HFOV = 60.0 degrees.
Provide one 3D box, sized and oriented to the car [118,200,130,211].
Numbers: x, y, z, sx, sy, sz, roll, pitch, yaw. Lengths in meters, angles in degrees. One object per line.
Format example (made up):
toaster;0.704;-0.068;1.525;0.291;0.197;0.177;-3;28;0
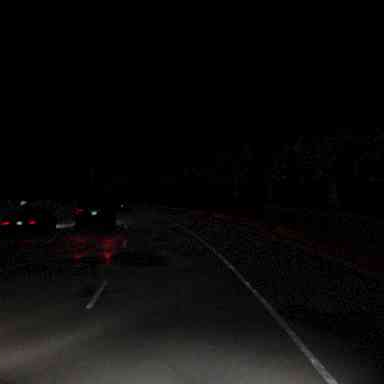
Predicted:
car;-9.142;1.644;41.533;1.994;1.385;4.181;0;0;-23

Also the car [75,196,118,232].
car;-5.930;1.268;20.863;2.150;2.045;5.566;0;0;-12

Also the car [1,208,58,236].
car;-9.071;1.607;18.941;2.033;1.411;5.357;0;0;-12
